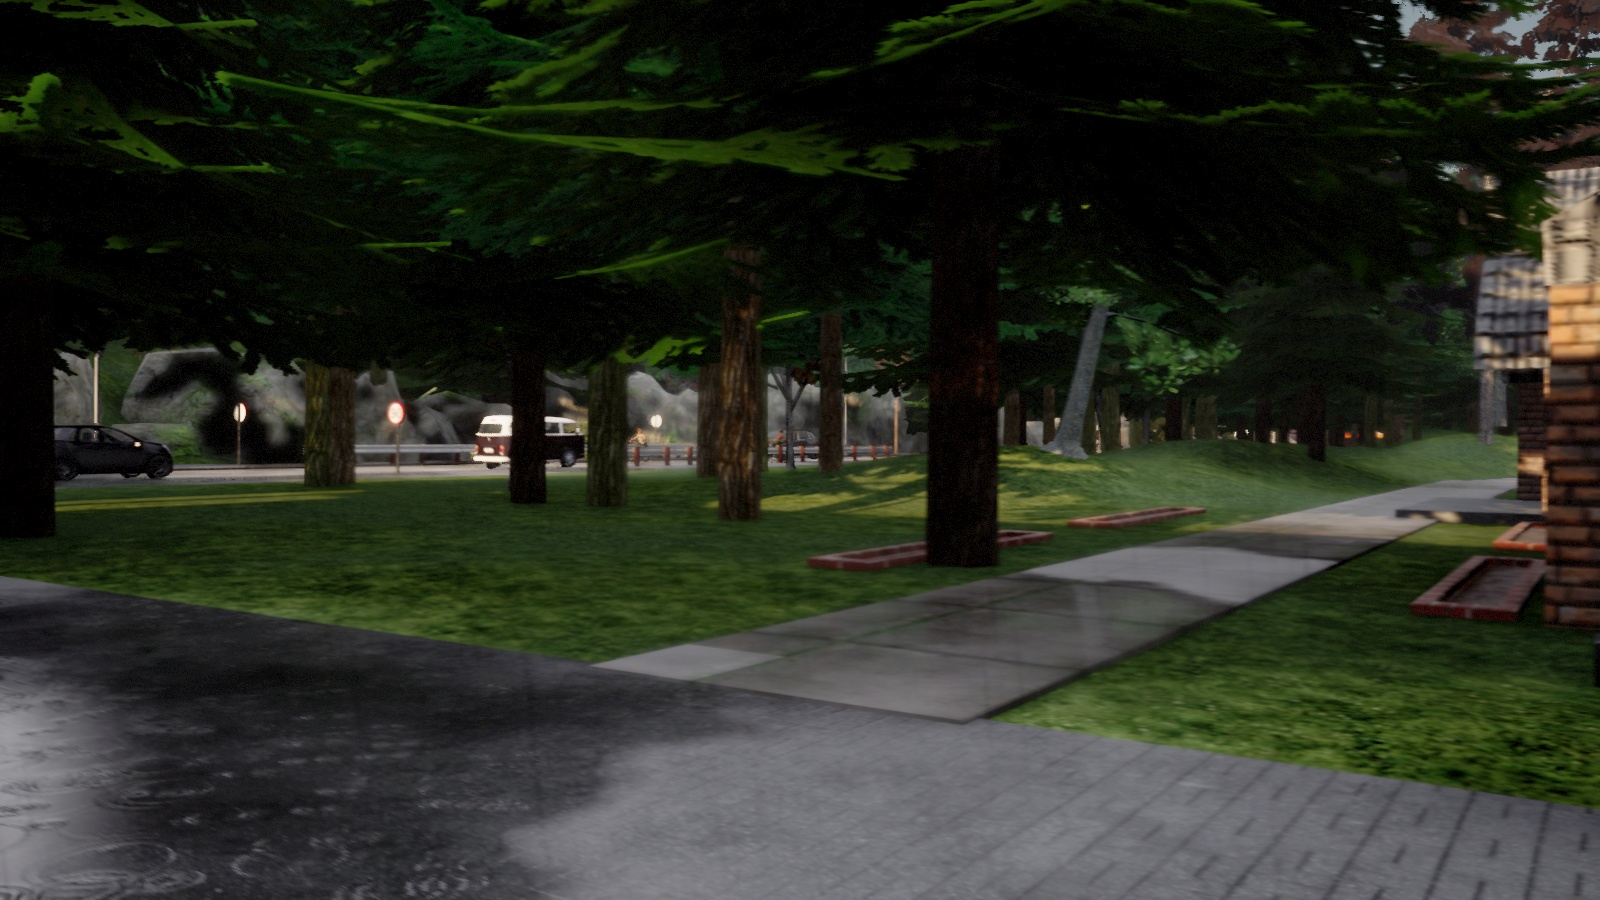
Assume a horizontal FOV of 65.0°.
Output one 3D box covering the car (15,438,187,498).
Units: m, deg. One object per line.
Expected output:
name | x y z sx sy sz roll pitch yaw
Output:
car | -18.965 0.451 34.208 1.845 1.501 3.633 0 1 33

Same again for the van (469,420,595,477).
van | -10.106 -0.100 47.709 2.069 2.038 4.480 0 2 33

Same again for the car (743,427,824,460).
car | -0.865 -0.364 69.053 2.242 1.667 4.611 0 2 34
